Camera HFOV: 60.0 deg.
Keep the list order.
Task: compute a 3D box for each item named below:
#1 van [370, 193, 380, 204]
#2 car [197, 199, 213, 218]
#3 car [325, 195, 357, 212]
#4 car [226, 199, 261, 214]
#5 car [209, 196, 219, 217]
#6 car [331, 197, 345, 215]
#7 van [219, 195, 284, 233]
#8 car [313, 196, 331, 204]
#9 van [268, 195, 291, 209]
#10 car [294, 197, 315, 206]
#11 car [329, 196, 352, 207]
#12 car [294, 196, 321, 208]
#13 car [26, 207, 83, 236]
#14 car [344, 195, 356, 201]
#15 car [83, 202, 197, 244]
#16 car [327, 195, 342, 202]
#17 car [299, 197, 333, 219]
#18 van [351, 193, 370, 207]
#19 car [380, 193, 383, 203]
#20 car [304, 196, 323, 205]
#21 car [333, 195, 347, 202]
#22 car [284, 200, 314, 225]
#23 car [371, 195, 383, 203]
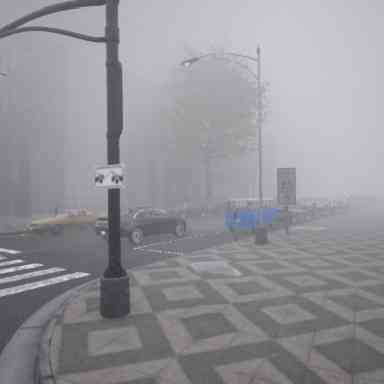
[{"bbox_3d":[28.683,1.103,53.537,1.690,1.788,3.998,-1,-1,36],"label":"van"},{"bbox_3d":[-0.501,1.552,27.571,1.887,1.381,4.507,-1,0,36],"label":"car"},{"bbox_3d":[16.038,1.363,35.960,2.008,1.369,4.403,-1,0,36],"label":"car"},{"bbox_3d":[5.678,1.529,36.157,2.008,1.369,4.403,-1,0,36],"label":"car"},{"bbox_3d":[2.585,1.307,31.865,2.192,1.841,5.009,-1,0,36],"label":"car"},{"bbox_3d":[12.876,1.408,31.567,1.802,1.307,4.206,-1,0,36],"label":"car"},{"bbox_3d":[3.387,1.213,18.387,1.690,1.788,3.998,-1,0,36],"label":"van"},{"bbox_3d":[24.214,1.454,61.914,2.008,1.369,4.403,-1,-1,36],"label":"car"},{"bbox_3d":[11.853,1.293,44.744,1.690,1.788,3.998,-1,0,36],"label":"van"},{"bbox_3d":[18.035,1.492,53.328,1.947,1.339,4.313,-1,0,36],"label":"car"},{"bbox_3d":[21.799,1.376,48.698,2.033,1.411,5.357,-1,-1,36],"label":"car"},{"bbox_3d":[15.957,1.387,45.718,2.128,1.511,4.902,-1,-1,36],"label":"car"},{"bbox_3d":[-6.786,1.564,18.849,1.752,1.417,4.829,-1,0,36],"label":"car"},{"bbox_3d":[39.522,1.401,83.184,2.008,1.369,4.403,-1,-1,36],"label":"car"},{"bbox_3d":[-2.170,1.429,15.395,2.128,1.511,4.902,-1,-1,36],"label":"car"},{"bbox_3d":[29.981,1.433,69.927,2.008,1.369,4.403,-1,-1,36],"label":"car"},{"bbox_3d":[9.714,1.386,27.173,1.887,1.381,4.507,-1,0,36],"label":"car"},{"bbox_3d":[22.359,1.128,44.749,1.690,1.788,3.998,-1,0,36],"label":"van"},{"bbox_3d":[31.947,1.275,58.067,1.752,1.417,4.829,-1,-1,36],"label":"car"},{"bbox_3d":[21.025,1.440,57.483,1.752,1.417,4.829,-1,-1,36],"label":"car"},{"bbox_3d":[33.161,1.416,74.346,1.887,1.381,4.507,-1,-1,36],"label":"car"},{"bbox_3d":[6.552,1.422,22.779,1.947,1.339,4.313,-1,0,36],"label":"car"},{"bbox_3d":[35.010,1.304,62.323,1.947,1.339,4.313,-1,-1,36],"label":"car"}]
